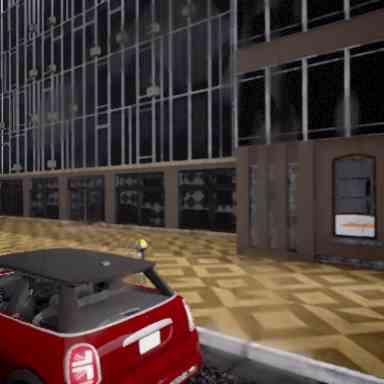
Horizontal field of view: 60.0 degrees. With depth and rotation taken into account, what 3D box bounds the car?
[{"bbox_3d":[-1.980,1.456,4.288,4.097,1.590,1.967,0,0,35],"label":"car"}]
